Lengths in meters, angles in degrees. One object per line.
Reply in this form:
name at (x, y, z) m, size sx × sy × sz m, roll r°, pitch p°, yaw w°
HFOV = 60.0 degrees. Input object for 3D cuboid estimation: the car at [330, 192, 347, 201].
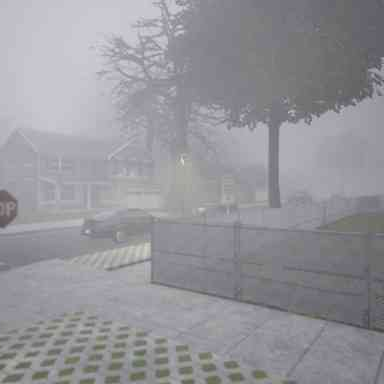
car at (22.972, 0.841, 52.118) m, size 1.837 × 1.490 × 4.892 m, roll 1°, pitch 2°, yaw 35°

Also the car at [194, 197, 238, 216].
car at (2.101, 1.214, 27.724) m, size 2.128 × 1.511 × 4.902 m, roll 1°, pitch 1°, yaw 35°

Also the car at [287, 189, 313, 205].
car at (14.922, 0.648, 45.666) m, size 2.150 × 2.045 × 5.566 m, roll 1°, pitch 1°, yaw 35°

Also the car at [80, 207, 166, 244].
car at (-2.977, 1.440, 15.619) m, size 1.812 × 1.442 × 4.674 m, roll 1°, pitch 1°, yaw 35°
